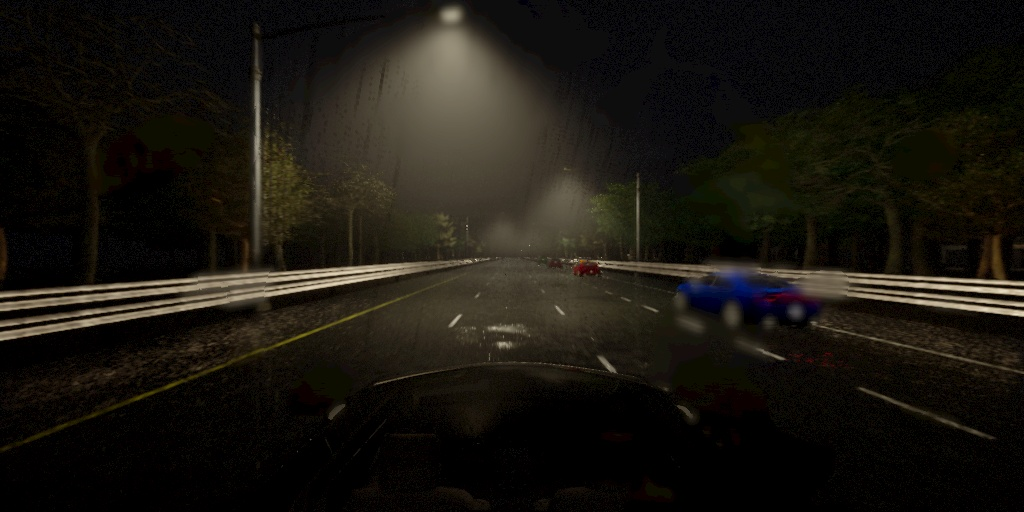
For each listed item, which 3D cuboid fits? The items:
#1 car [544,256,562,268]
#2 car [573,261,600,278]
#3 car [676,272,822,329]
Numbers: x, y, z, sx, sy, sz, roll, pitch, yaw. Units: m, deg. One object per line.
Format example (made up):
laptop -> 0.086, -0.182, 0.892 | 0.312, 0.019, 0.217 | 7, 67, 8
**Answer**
car -> 7.102, 1.115, 60.203 | 2.097, 1.767, 4.553 | 0, 0, 0
car -> 7.039, 1.238, 34.233 | 1.882, 1.535, 5.008 | 0, 0, 0
car -> 7.000, 1.233, 11.317 | 1.882, 1.535, 5.008 | 0, 0, 0
